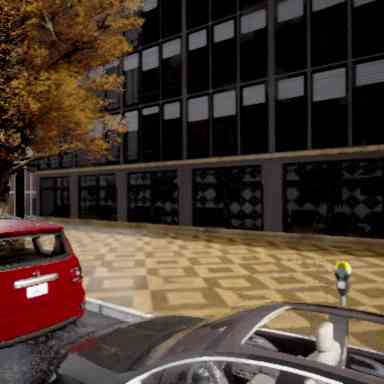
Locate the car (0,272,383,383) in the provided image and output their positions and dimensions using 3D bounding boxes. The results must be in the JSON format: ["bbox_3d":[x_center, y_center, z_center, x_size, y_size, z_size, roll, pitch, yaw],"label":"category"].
[{"bbox_3d":[0.683,1.557,2.386,4.403,1.369,2.008,-1,0,35],"label":"car"}]

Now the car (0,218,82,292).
[{"bbox_3d":[-3.936,1.374,5.673,5.009,1.841,2.192,-1,0,35],"label":"car"}]
